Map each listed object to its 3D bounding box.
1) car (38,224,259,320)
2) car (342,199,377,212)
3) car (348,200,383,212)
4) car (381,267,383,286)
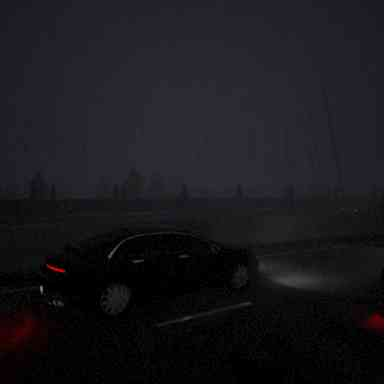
[{"bbox_3d":[-0.670,1.481,7.286,4.892,1.490,1.837,0,0,-33],"label":"car"},{"bbox_3d":[16.325,1.439,30.903,4.892,1.490,1.837,0,0,-18],"label":"car"},{"bbox_3d":[15.472,1.545,26.967,4.718,1.301,1.895,0,0,-19],"label":"car"},{"bbox_3d":[6.129,1.551,7.262,4.181,1.385,1.994,0,0,-29],"label":"car"}]
